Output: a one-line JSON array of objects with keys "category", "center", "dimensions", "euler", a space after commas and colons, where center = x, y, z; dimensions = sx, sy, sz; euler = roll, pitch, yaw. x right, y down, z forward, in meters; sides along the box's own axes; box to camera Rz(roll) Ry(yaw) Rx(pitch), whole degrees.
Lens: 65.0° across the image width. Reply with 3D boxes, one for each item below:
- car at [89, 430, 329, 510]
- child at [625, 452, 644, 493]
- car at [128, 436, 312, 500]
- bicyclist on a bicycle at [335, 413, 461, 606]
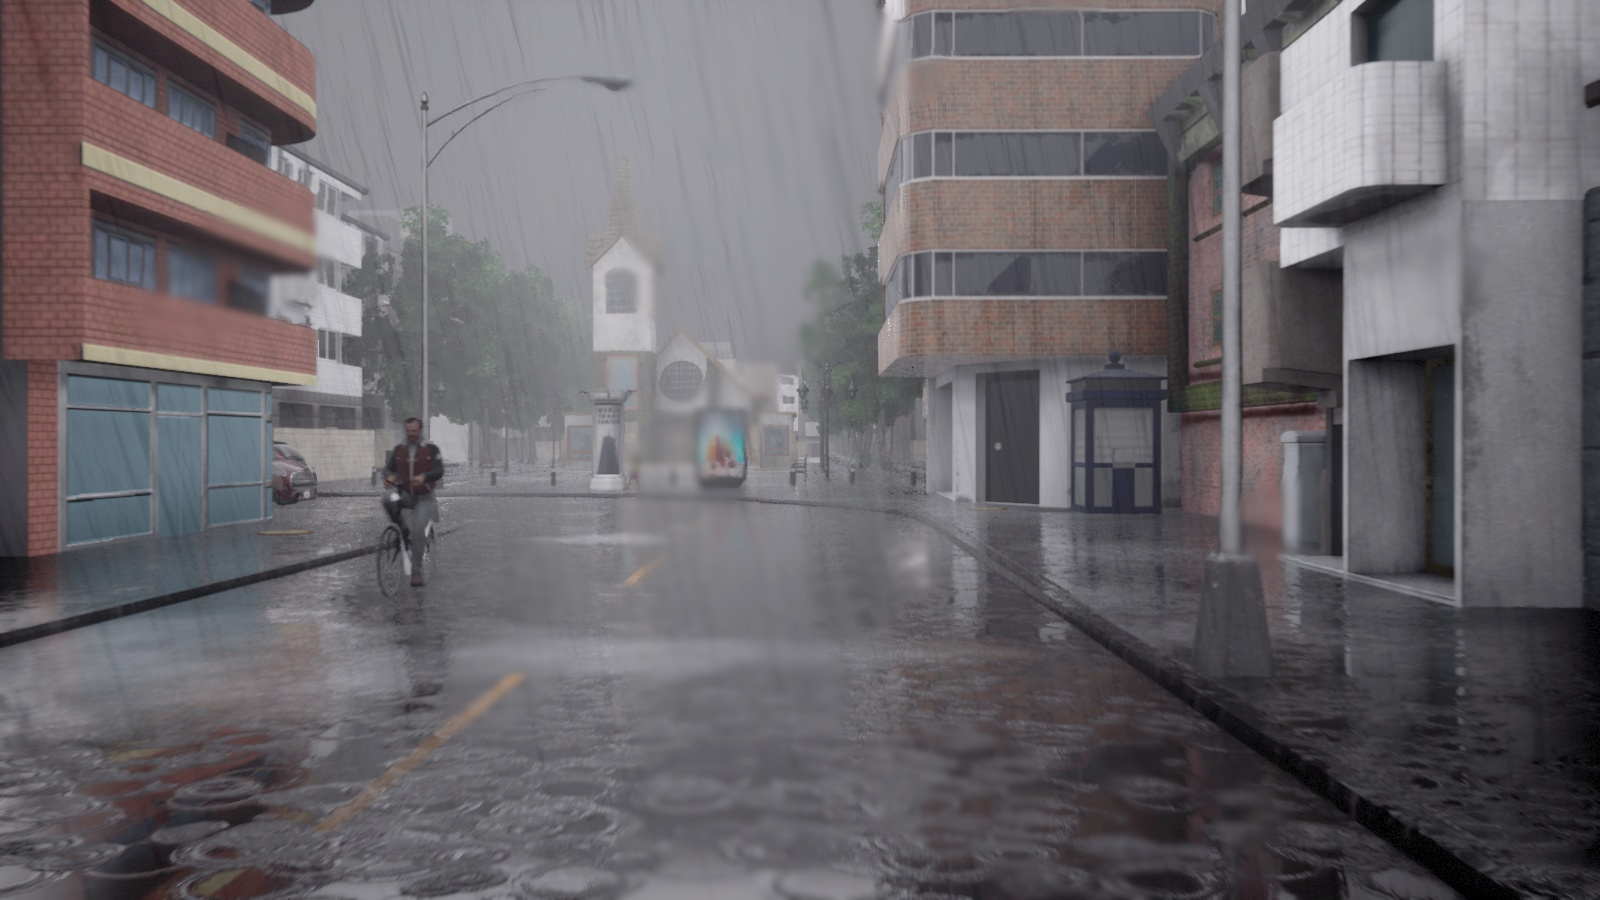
[{"category": "car", "center": [-13.523, 0.431, 28.956], "dimensions": [4.553, 1.767, 2.097], "euler": [0, 0, 1]}, {"category": "child", "center": [-4.715, 0.630, 35.845], "dimensions": [0.473, 1.160, 0.299], "euler": [0, 0, 7]}, {"category": "car", "center": [-15.167, 0.447, 32.967], "dimensions": [3.988, 1.617, 1.851], "euler": [0, 0, 2]}, {"category": "bicyclist on a bicycle", "center": [-3.937, 0.544, 12.447], "dimensions": [0.659, 1.776, 1.843], "euler": [0, 0, 0]}]
